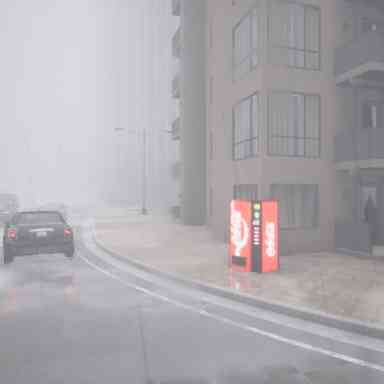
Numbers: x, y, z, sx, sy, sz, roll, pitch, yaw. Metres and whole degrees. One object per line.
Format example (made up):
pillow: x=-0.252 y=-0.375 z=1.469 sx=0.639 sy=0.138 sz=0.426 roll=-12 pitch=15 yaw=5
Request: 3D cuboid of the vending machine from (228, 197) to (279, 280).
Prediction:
vending machine: x=1.700 y=1.195 z=9.166 sx=1.100 sy=2.100 sz=0.880 roll=0 pitch=0 yaw=-42

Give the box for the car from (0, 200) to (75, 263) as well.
car: x=-5.740 y=1.351 z=12.339 sx=2.097 sy=1.767 sz=4.553 roll=0 pitch=0 yaw=-28

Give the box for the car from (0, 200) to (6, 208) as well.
car: x=-13.700 y=1.526 z=24.045 sx=1.812 sy=1.442 sz=4.674 roll=0 pitch=0 yaw=-18

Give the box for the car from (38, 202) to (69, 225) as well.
car: x=-10.408 y=1.526 z=25.229 sx=1.812 sy=1.442 sz=4.674 roll=0 pitch=0 yaw=-18

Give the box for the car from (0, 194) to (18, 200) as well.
car: x=-20.911 y=1.225 z=36.317 sx=5.566 sy=2.045 sz=2.150 roll=0 pitch=0 yaw=41
